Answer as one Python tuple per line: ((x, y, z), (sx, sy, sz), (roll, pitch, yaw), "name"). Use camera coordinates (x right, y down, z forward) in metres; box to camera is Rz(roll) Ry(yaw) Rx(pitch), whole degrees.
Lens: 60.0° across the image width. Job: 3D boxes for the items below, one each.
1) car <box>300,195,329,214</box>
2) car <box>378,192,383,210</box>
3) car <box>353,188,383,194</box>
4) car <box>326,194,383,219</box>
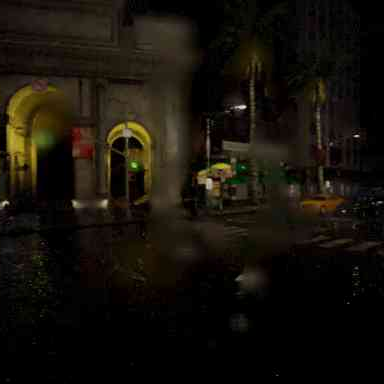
((11.085, 0.991, 28.269), (5.008, 1.535, 1.882), (-1, 1, -41), "car")
((19.423, 0.941, 30.988), (4.674, 1.442, 1.812), (-1, 1, -41), "car")
((18.401, 0.590, 34.759), (5.566, 2.045, 2.150), (-1, 1, -41), "car")
((11.973, 1.126, 24.371), (4.181, 1.385, 1.994), (-1, 1, -42), "car")
